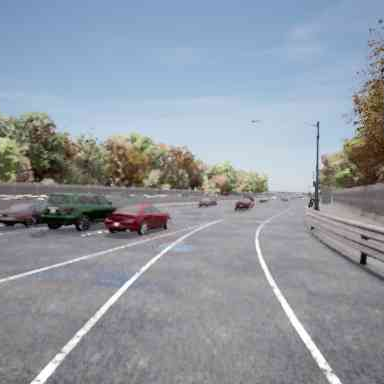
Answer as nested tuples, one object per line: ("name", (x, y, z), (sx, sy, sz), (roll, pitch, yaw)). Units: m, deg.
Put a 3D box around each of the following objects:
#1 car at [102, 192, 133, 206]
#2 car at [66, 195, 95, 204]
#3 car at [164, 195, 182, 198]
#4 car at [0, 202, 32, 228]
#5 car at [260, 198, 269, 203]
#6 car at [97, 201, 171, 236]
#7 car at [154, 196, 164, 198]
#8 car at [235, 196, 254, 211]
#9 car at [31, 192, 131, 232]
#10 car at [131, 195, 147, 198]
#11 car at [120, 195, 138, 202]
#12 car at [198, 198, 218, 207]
("car", (-12.041, 1.072, 54.227), (2.150, 2.045, 5.566), (1, 0, 21))
("car", (-18.767, 1.215, 56.203), (2.128, 1.511, 4.902), (1, 0, 21))
("car", (-3.255, 1.433, 68.007), (2.097, 1.767, 4.553), (1, 0, 20))
("car", (-9.464, 1.338, 20.354), (2.033, 1.411, 5.357), (1, 0, 20))
("car", (19.652, 2.217, 89.920), (1.895, 1.301, 4.718), (1, 0, 20))
("car", (-2.777, 1.407, 18.226), (1.882, 1.535, 5.008), (1, 0, 20))
("car", (-6.610, 1.490, 69.026), (1.882, 1.535, 5.008), (1, 0, 20))
("car", (7.306, 1.698, 45.940), (1.882, 1.535, 5.008), (1, 0, 20))
("car", (-6.120, 1.082, 19.295), (2.150, 2.045, 5.566), (1, 0, 20))
("car", (-8.685, 1.269, 53.244), (2.097, 1.767, 4.553), (1, 0, 21))
("car", (-13.359, 1.433, 70.953), (1.994, 1.385, 4.181), (1, 0, 20))
("car", (2.595, 1.696, 53.431), (2.033, 1.411, 5.357), (1, 0, 20))
